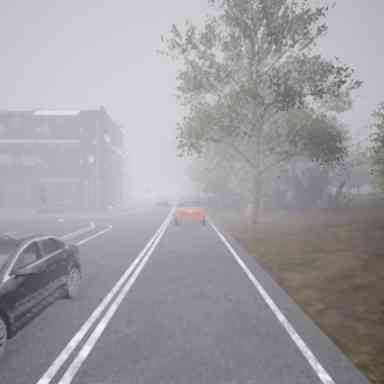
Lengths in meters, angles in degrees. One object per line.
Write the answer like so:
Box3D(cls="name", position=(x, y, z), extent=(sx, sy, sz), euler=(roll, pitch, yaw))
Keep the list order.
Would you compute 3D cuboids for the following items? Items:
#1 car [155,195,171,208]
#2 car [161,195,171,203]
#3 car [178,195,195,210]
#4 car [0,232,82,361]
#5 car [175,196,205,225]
Box3D(cls="car", position=(-4.332, 1.418, 48.639), extent=(1.882, 1.535, 5.008), euler=(0, 1, -2))
Box3D(cls="car", position=(-4.989, 1.288, 64.827), extent=(1.812, 1.442, 4.674), euler=(0, 1, -3))
Box3D(cls="car", position=(-0.706, 1.328, 43.457), extent=(2.097, 1.767, 4.553), euler=(0, 0, -2))
Box3D(cls="car", position=(-3.366, 1.499, 5.600), extent=(2.128, 1.511, 4.902), euler=(0, 0, 0))
Box3D(cls="car", position=(-0.171, 1.366, 24.415), extent=(2.097, 1.767, 4.553), euler=(0, 0, -1))
